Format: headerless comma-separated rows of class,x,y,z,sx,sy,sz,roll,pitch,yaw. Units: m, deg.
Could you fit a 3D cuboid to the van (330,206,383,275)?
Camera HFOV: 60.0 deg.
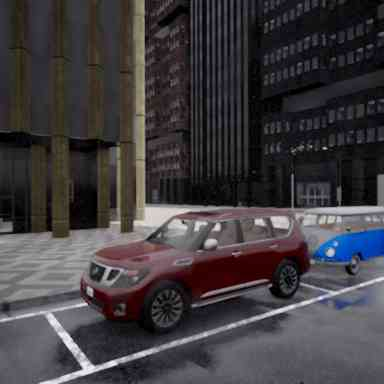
van,4.864,1.340,10.135,3.998,1.788,1.690,0,0,-36

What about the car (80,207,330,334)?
car,0.368,1.314,6.923,5.009,1.841,2.192,0,0,-36
